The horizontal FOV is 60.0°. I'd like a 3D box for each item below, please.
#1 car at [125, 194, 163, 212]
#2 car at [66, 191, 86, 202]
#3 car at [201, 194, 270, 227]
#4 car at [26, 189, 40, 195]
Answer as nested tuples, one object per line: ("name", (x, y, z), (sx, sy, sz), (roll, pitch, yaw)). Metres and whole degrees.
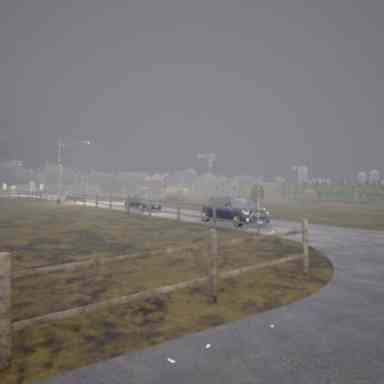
("car", (-4.408, 0.959, 29.958), (1.837, 1.490, 4.892), (1, 1, -36))
("car", (-16.564, 0.599, 47.057), (1.837, 1.490, 4.892), (1, 0, -35))
("car", (2.541, 1.047, 20.166), (2.097, 1.767, 4.553), (1, 1, -34))
("car", (-40.025, -0.056, 84.381), (2.097, 1.767, 4.553), (1, 0, -33))
